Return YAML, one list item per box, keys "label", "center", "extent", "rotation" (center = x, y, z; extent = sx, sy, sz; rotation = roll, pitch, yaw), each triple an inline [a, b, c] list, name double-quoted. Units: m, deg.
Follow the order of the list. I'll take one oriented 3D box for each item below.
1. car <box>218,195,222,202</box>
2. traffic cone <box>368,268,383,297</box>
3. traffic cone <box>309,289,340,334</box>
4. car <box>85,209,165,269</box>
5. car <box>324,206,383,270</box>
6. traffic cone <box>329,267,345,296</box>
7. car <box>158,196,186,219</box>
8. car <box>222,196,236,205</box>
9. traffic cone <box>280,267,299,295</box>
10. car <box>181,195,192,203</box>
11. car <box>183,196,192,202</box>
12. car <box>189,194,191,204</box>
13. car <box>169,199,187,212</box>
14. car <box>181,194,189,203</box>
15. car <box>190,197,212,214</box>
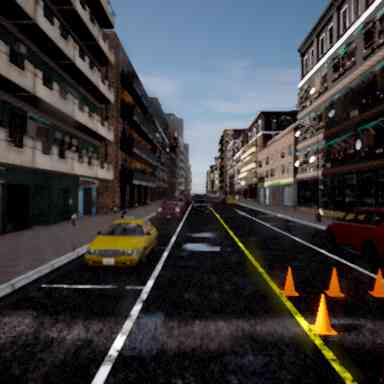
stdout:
- label: "car"
  center: [7.406, 1.621, 73.166]
  extent: [1.887, 1.381, 4.507]
  rotation: [1, 0, 1]
- label: "traffic cone"
  center: [4.190, 2.002, 7.439]
  extent: [0.340, 0.580, 0.340]
  rotation: [1, 0, 1]
- label: "traffic cone"
  center: [2.153, 1.980, 5.477]
  extent: [0.340, 0.580, 0.340]
  rotation: [1, 0, 1]
- label: "car"
  center: [-2.149, 1.504, 11.169]
  extent: [1.752, 1.417, 4.829]
  rotation: [1, 0, 1]
- label: "car"
  center: [6.236, 1.384, 11.177]
  extent: [2.192, 1.841, 5.009]
  rotation: [1, 0, 1]
- label: "traffic cone"
  center: [3.191, 1.991, 7.458]
  extent: [0.340, 0.580, 0.340]
  rotation: [1, 0, 1]
- label: "car"
  center: [-1.825, 1.422, 28.246]
  extent: [1.967, 1.590, 4.097]
  rotation: [1, 0, 1]
- label: "car"
  center: [7.196, 1.601, 62.066]
  extent: [1.752, 1.417, 4.829]
  rotation: [1, 0, 1]
- label: "traffic cone"
  center: [2.191, 1.980, 7.476]
  extent: [0.340, 0.580, 0.340]
  rotation: [1, 0, 1]
- label: "car"
  center: [-1.078, 1.426, 67.693]
  extent: [1.967, 1.590, 4.097]
  rotation: [1, 0, 1]
- label: "car"
  center: [-0.972, 1.530, 73.329]
  extent: [1.887, 1.381, 4.507]
  rotation: [1, 0, 1]
- label: "car"
  center: [-1.182, 1.301, 62.058]
  extent: [2.192, 1.841, 5.009]
  rotation: [1, 0, 1]
- label: "car"
  center: [-1.614, 1.566, 39.517]
  extent: [1.802, 1.307, 4.206]
  rotation: [1, 0, 1]
- label: "car"
  center: [-1.716, 1.298, 33.882]
  extent: [2.192, 1.841, 5.009]
  rotation: [1, 0, 1]
- label: "car"
  center: [0.996, 1.517, 35.229]
  extent: [1.837, 1.490, 4.892]
  rotation: [1, 0, 1]
